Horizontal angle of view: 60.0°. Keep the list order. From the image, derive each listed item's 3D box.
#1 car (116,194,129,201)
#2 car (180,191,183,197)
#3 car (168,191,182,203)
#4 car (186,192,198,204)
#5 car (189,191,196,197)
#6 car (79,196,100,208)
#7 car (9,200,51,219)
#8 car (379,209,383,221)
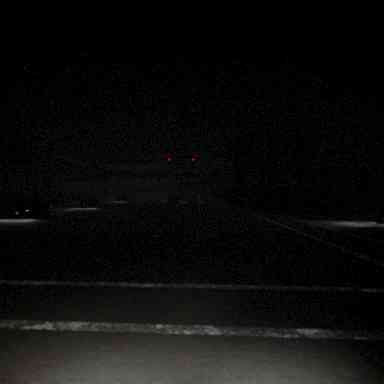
[{"bbox_3d":[-13.965,1.075,67.161,2.033,1.411,5.357,0,1,0],"label":"car"},{"bbox_3d":[-3.449,0.463,87.405,2.097,1.767,4.553,0,1,0],"label":"car"},{"bbox_3d":[-3.364,1.121,60.744,1.882,1.535,5.008,0,1,0],"label":"car"},{"bbox_3d":[0.134,1.235,56.625,1.812,1.442,4.674,0,1,0],"label":"car"},{"bbox_3d":[0.052,0.622,87.887,1.812,1.442,4.674,0,1,0],"label":"car"},{"bbox_3d":[-14.067,1.352,45.782,1.837,1.490,4.892,0,1,0],"label":"car"},{"bbox_3d":[-14.083,1.472,29.185,1.837,1.490,4.892,0,0,0],"label":"car"},{"bbox_3d":[15.846,1.339,23.627,4.553,1.767,2.097,0,0,-1],"label":"car"}]
